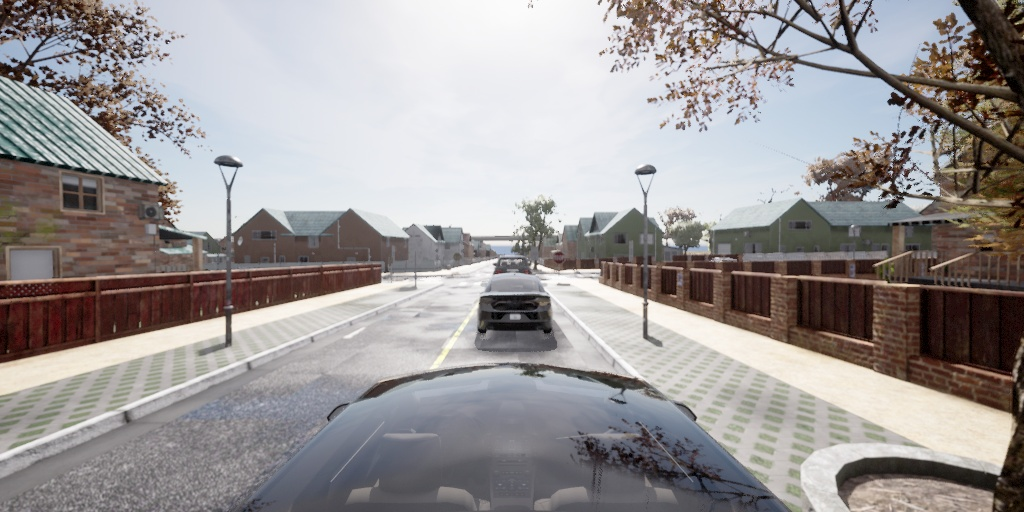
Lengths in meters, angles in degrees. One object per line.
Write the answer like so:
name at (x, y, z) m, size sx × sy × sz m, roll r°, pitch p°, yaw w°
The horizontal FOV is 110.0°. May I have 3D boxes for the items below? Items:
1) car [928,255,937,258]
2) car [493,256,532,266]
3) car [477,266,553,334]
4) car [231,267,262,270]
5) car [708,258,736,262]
car at (39.586, 0.666, 31.084) m, size 4.181 × 1.385 × 1.994 m, roll -1°, pitch 2°, yaw 0°
car at (0.025, 1.000, 21.782) m, size 2.150 × 2.045 × 5.566 m, roll 0°, pitch 0°, yaw 0°
car at (0.068, 1.239, 10.698) m, size 1.882 × 1.535 × 5.008 m, roll 0°, pitch 0°, yaw 0°
car at (-22.147, 1.659, 30.435) m, size 5.008 × 1.535 × 1.882 m, roll -1°, pitch 2°, yaw -1°
car at (19.356, 0.909, 33.776) m, size 4.674 × 1.442 × 1.812 m, roll -1°, pitch 2°, yaw -1°
